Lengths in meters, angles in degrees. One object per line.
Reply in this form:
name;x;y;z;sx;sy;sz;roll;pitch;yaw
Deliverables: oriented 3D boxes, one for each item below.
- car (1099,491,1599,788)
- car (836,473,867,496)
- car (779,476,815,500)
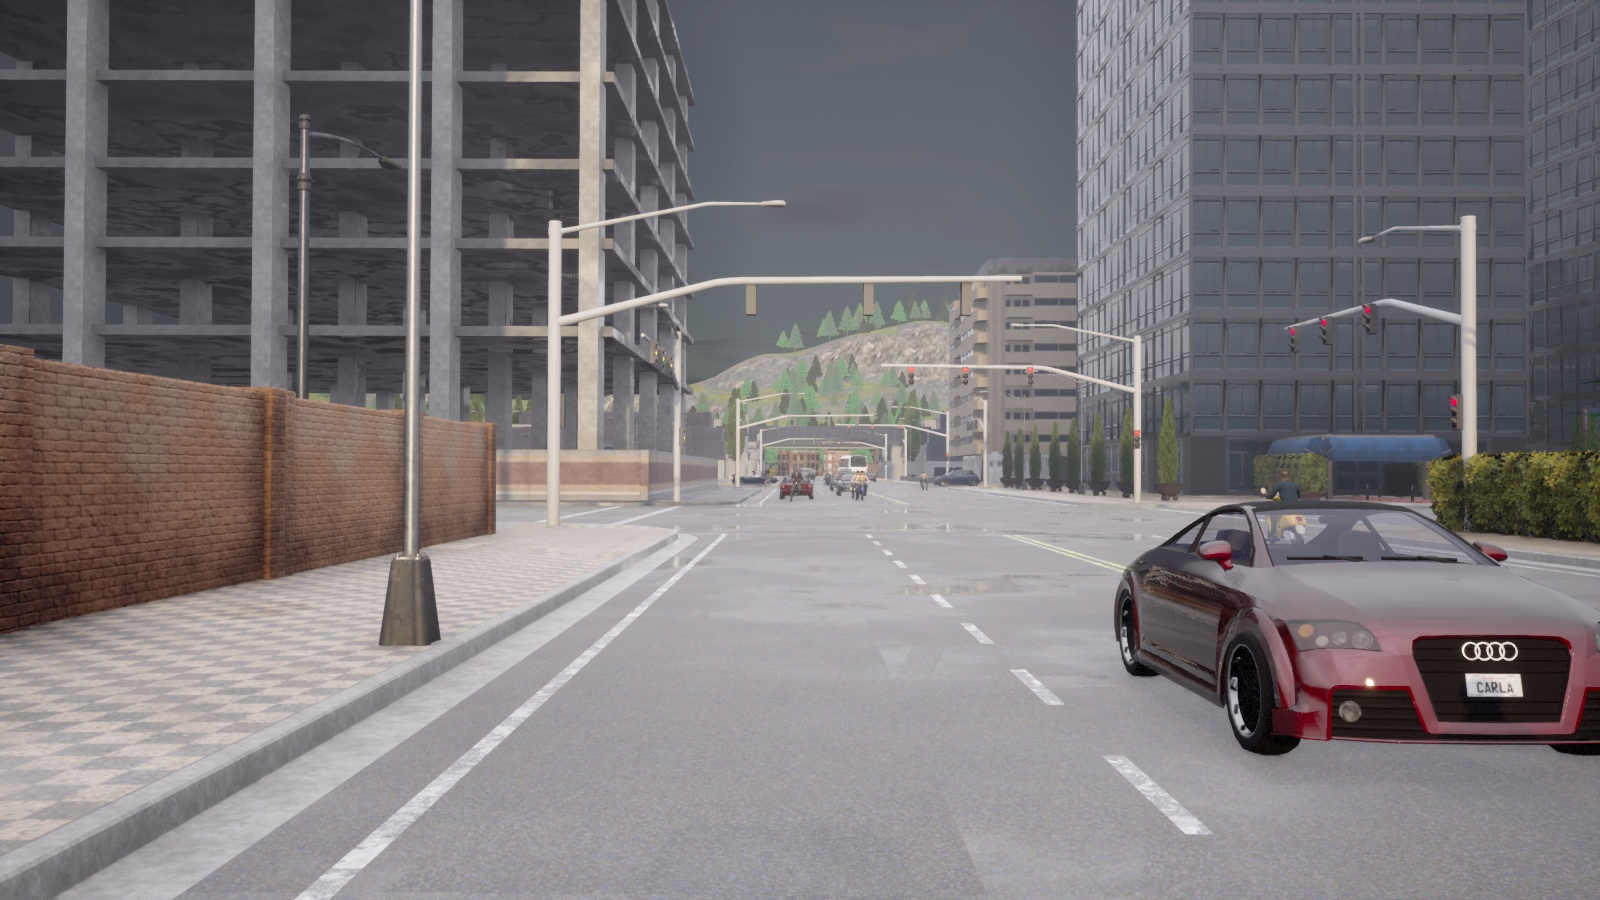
car;3.480;1.004;8.286;1.994;1.385;4.181;0;-1;0
car;3.309;2.183;80.926;1.812;1.442;4.674;0;-1;0
car;-0.164;2.091;70.149;1.895;1.301;4.718;0;-1;0
